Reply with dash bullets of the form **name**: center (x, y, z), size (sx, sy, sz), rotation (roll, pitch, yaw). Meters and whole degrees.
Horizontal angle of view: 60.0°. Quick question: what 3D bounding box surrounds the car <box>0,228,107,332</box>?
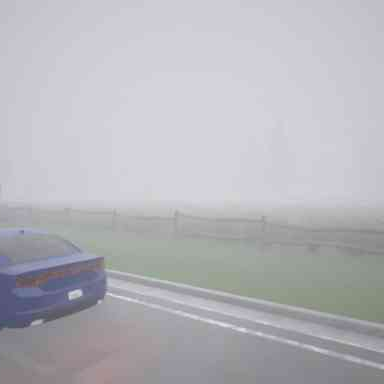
- **car**: center (-3.878, 1.478, 6.753), size (5.008, 1.535, 1.882), rotation (0, 0, 35)
